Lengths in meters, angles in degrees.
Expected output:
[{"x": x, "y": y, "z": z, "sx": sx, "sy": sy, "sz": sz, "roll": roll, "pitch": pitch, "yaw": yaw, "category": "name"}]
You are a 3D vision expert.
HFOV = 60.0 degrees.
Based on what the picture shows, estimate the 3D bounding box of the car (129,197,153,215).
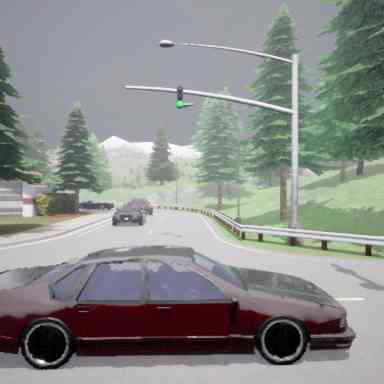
[{"x": -5.336, "y": 1.341, "z": 33.321, "sx": 2.097, "sy": 1.767, "sz": 4.553, "roll": 0, "pitch": 0, "yaw": -20, "category": "car"}]

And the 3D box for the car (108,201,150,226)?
[{"x": -4.359, "y": 1.555, "z": 23.544, "sx": 1.994, "sy": 1.385, "sz": 4.181, "roll": 0, "pitch": 0, "yaw": -3, "category": "car"}]

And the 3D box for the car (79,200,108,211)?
[{"x": -12.023, "y": 1.592, "z": 40.962, "sx": 4.718, "sy": 1.301, "sz": 1.895, "roll": 0, "pitch": 0, "yaw": 13, "category": "car"}]

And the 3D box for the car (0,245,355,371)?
[{"x": -0.519, "y": 1.577, "z": 5.099, "sx": 5.357, "sy": 1.411, "sz": 2.033, "roll": 0, "pitch": 0, "yaw": -2, "category": "car"}]
